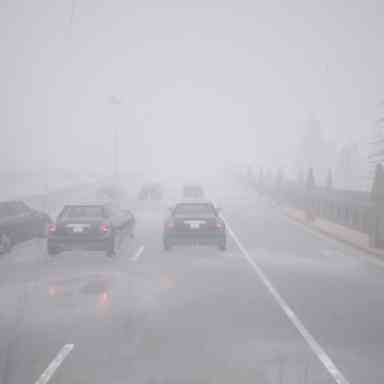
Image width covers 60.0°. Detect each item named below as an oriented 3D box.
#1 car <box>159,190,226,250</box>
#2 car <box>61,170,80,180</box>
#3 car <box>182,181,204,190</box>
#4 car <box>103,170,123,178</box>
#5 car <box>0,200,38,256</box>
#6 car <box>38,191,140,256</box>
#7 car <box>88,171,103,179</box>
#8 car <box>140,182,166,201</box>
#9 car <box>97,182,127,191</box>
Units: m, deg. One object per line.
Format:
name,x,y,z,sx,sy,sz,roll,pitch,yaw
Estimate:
car,0.097,1.007,12.863,2.097,1.767,4.553,0,3,0
car,-21.041,-2.975,57.532,1.882,1.535,5.008,0,6,1
car,0.097,-0.321,30.553,1.882,1.535,5.008,0,6,0
car,-14.022,-3.216,60.696,2.033,1.411,5.357,0,6,1
car,-6.905,1.047,12.069,2.097,1.767,4.553,0,3,0
car,-3.404,1.047,12.077,2.097,1.767,4.553,0,3,0
car,-17.529,-3.196,60.655,1.994,1.385,4.181,0,6,1
car,-3.404,-0.124,28.847,1.837,1.490,4.892,0,6,0
car,-6.904,-0.124,28.840,1.837,1.490,4.892,0,6,0
